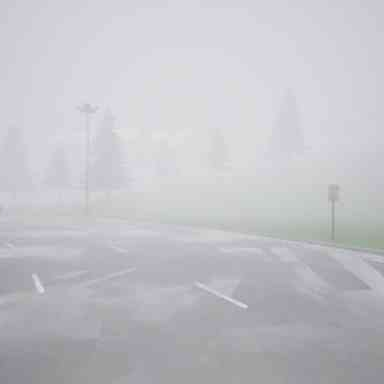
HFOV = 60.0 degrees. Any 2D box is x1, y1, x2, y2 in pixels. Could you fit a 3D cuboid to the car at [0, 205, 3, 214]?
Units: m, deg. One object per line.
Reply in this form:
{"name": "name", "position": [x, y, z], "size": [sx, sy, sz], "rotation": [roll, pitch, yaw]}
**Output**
{"name": "car", "position": [-22.974, 1.788, 36.580], "size": [4.892, 1.490, 1.837], "rotation": [0, 0, 24]}
